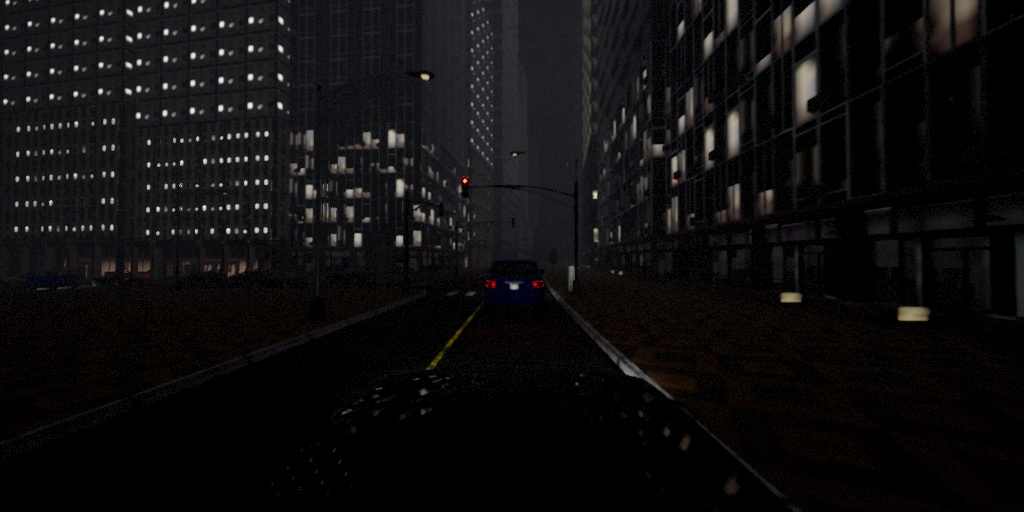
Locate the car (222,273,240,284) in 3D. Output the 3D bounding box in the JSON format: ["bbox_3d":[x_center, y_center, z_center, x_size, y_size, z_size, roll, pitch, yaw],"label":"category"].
[{"bbox_3d":[-27.314,2.190,37.508,4.313,1.339,1.948,0,0,10],"label":"car"}]

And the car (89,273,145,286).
[{"bbox_3d":[-41.098,2.454,37.270,4.718,1.301,1.895,-1,-1,11],"label":"car"}]

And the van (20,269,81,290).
[{"bbox_3d":[-39.868,2.063,31.246,3.998,1.789,1.690,0,0,10],"label":"van"}]

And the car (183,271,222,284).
[{"bbox_3d":[-32.850,2.301,38.501,4.313,1.339,1.948,0,0,10],"label":"car"}]

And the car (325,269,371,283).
[{"bbox_3d":[-16.243,1.955,35.522,4.403,1.370,2.007,0,0,10],"label":"car"}]

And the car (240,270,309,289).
[{"bbox_3d":[-17.724,1.829,27.274,4.403,1.370,2.007,0,0,10],"label":"car"}]

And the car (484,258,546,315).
[{"bbox_3d":[0.153,1.106,14.332,2.150,2.045,5.566,0,0,2],"label":"car"}]

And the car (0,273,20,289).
[{"bbox_3d":[-47.468,2.453,35.331,4.674,1.442,1.812,-1,-1,11],"label":"car"}]
